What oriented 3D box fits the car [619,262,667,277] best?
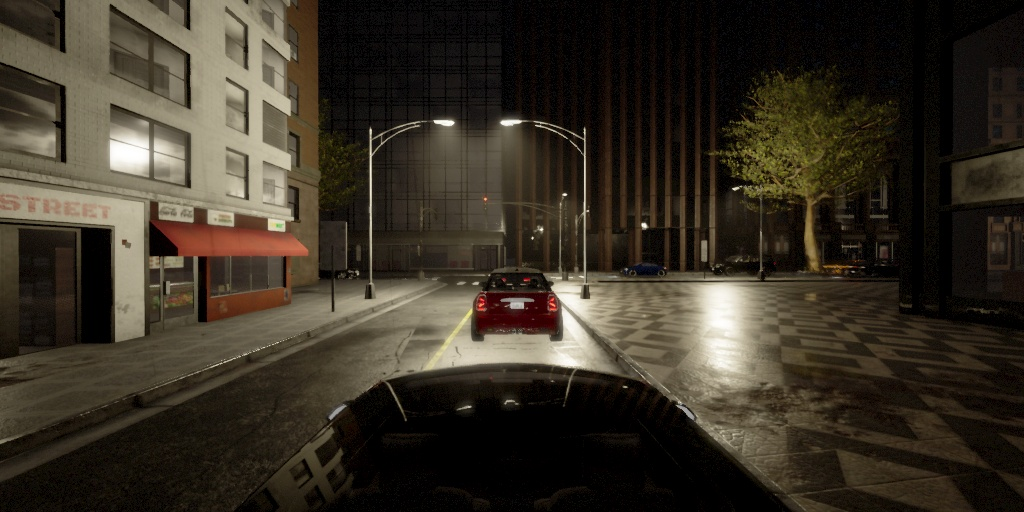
[{"bbox_3d":[12.318,1.257,33.823,4.181,1.385,1.994,0,0,0],"label":"car"}]

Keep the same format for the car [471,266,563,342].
[{"bbox_3d":[0.122,1.101,9.955,2.097,1.767,4.553,0,0,0],"label":"car"}]

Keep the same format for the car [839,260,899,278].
[{"bbox_3d":[31.490,1.143,30.522,4.902,1.511,2.128,0,0,0],"label":"car"}]

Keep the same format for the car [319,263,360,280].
[{"bbox_3d":[-15.674,1.304,30.770,4.902,1.511,2.128,0,0,0],"label":"car"}]

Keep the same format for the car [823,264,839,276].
[{"bbox_3d":[32.154,1.116,33.707,5.008,1.535,1.882,0,0,0],"label":"car"}]

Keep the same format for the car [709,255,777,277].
[{"bbox_3d":[21.703,0.884,33.764,5.566,2.045,2.150,0,0,0],"label":"car"}]
